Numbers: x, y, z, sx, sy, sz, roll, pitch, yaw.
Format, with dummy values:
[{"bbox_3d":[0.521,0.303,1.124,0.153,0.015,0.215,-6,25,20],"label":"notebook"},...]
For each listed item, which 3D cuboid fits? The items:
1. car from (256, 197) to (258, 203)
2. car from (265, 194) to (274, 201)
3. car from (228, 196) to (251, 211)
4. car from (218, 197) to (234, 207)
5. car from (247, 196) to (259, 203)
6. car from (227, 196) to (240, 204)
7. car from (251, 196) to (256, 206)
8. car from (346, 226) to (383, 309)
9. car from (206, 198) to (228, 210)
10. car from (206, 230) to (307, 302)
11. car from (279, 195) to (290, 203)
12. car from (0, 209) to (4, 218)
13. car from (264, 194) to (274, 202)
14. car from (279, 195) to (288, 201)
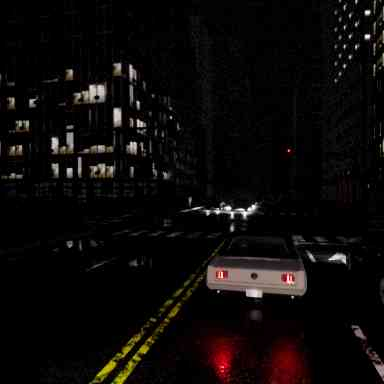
[{"bbox_3d":[10.351,1.559,59.539,1.895,1.301,4.718,0,0,14],"label":"car"},{"bbox_3d":[18.703,1.286,80.526,2.128,1.511,4.902,0,0,13],"label":"car"},{"bbox_3d":[5.893,1.503,40.731,1.812,1.442,4.674,0,0,13],"label":"car"},{"bbox_3d":[5.454,1.567,53.040,1.895,1.301,4.718,0,0,13],"label":"car"},{"bbox_3d":[12.822,1.485,69.733,2.033,1.411,5.357,0,0,13],"label":"car"},{"bbox_3d":[7.885,1.460,63.169,1.837,1.490,4.892,0,0,14],"label":"car"},{"bbox_3d":[8.013,1.460,49.733,2.128,1.511,4.902,0,0,13],"label":"car"},{"bbox_3d":[4.832,1.501,7.441,1.837,1.490,4.892,0,0,13],"label":"car"},{"bbox_3d":[3.125,1.524,43.174,2.033,1.411,5.357,0,0,13],"label":"car"},{"bbox_3d":[1.702,1.597,8.344,1.895,1.301,4.718,0,0,14],"label":"car"},{"bbox_3d":[19.479,1.474,69.640,2.033,1.411,5.357,0,0,13],"label":"car"},{"bbox_3d":[-17.326,1.435,26.672,4.313,1.339,1.947,1,1,14],"label":"car"},{"bbox_3d":[16.418,1.530,70.821,1.895,1.301,4.718,0,0,13],"label":"car"},{"bbox_3d":[21.873,1.355,79.809,1.895,1.301,4.718,0,0,13],"label":"car"}]
